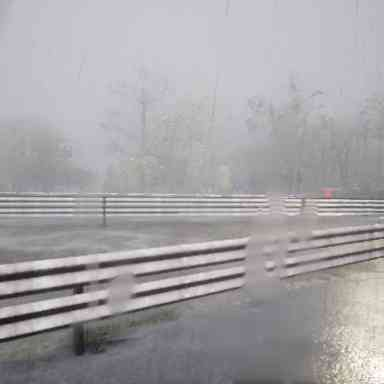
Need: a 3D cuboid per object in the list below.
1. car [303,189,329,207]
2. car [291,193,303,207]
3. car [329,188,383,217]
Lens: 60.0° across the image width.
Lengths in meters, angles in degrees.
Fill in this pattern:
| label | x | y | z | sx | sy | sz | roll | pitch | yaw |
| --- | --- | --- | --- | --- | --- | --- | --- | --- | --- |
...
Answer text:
| label | x | y | z | sx | sy | sz | roll | pitch | yaw |
| --- | --- | --- | --- | --- | --- | --- | --- | --- | --- |
| car | 12.860 | 0.747 | 28.502 | 5.566 | 2.045 | 2.150 | 1 | 0 | -14 |
| car | 11.953 | 0.869 | 31.886 | 4.553 | 1.767 | 2.097 | 1 | 0 | -14 |
| car | 13.672 | 0.758 | 25.098 | 5.566 | 2.045 | 2.150 | 1 | 0 | -14 |
